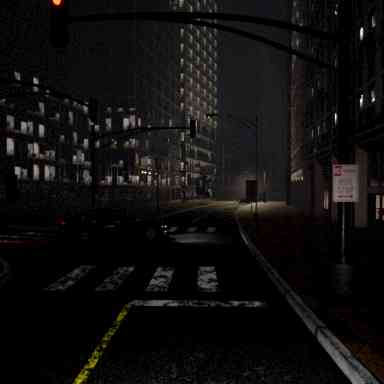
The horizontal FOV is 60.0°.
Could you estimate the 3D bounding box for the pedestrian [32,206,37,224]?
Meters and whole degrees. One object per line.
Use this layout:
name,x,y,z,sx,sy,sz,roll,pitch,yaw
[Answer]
pedestrian,-9.376,1.345,19.873,0.500,1.100,0.500,0,0,17

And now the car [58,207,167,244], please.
car,-3.576,1.493,15.442,4.892,1.490,1.837,1,2,-17

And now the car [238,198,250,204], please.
car,10.896,1.865,68.989,1.895,1.301,4.718,0,0,18
